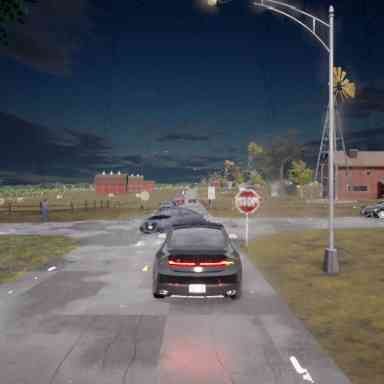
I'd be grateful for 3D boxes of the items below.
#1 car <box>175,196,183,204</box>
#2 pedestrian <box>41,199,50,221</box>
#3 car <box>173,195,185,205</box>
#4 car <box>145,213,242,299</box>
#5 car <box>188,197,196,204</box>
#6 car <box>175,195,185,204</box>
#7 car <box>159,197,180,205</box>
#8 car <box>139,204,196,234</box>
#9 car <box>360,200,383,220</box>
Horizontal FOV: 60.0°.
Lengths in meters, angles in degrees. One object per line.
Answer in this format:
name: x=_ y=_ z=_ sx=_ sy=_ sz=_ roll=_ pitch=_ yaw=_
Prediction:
car: x=-2.768 y=1.695 z=48.006 sx=1.994 sy=1.385 sz=4.181 roll=0 pitch=0 yaw=1
pedestrian: x=-12.116 y=1.465 z=27.484 sx=0.375 sy=1.860 sz=0.375 roll=0 pitch=2 yaw=0
car: x=-2.652 y=1.568 z=69.477 sx=2.150 sy=2.045 sz=5.566 roll=0 pitch=-1 yaw=0
car: x=0.140 y=1.506 z=8.459 sx=1.837 sy=1.490 sz=4.892 roll=0 pitch=0 yaw=1
car: x=0.113 y=1.999 z=78.875 sx=1.812 sy=1.442 sz=4.674 roll=0 pitch=-1 yaw=0
car: x=-2.748 y=1.710 z=58.190 sx=2.128 sy=1.511 sz=4.902 roll=0 pitch=-1 yaw=0
car: x=-2.795 y=1.635 z=38.100 sx=1.994 sy=1.385 sz=4.181 roll=0 pitch=0 yaw=0
car: x=-0.986 y=1.581 z=18.294 sx=1.994 sy=1.385 sz=4.181 roll=0 pitch=0 yaw=33
car: x=14.893 y=1.181 z=24.281 sx=4.892 sy=1.490 sz=1.837 roll=-1 pitch=1 yaw=0
